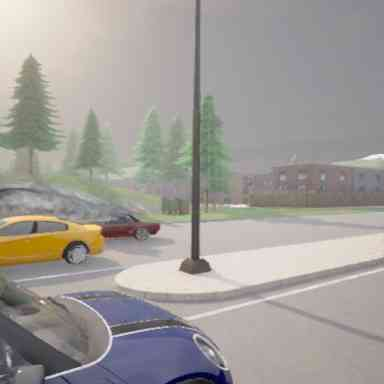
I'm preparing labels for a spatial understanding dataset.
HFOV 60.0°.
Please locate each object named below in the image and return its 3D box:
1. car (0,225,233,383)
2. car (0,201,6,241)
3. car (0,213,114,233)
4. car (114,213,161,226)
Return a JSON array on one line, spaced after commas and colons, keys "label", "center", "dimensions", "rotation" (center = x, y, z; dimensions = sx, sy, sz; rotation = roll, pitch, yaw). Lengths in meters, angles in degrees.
[{"label": "car", "center": [-1.818, 1.347, 2.337], "dimensions": [4.553, 1.767, 2.097], "rotation": [0, 0, -36]}, {"label": "car", "center": [-10.939, 1.328, 14.719], "dimensions": [4.553, 1.767, 2.097], "rotation": [1, 0, -34]}, {"label": "car", "center": [-5.220, 1.478, 10.135], "dimensions": [5.008, 1.535, 1.882], "rotation": [1, 0, -34]}, {"label": "car", "center": [-3.909, 1.631, 15.278], "dimensions": [4.718, 1.301, 1.895], "rotation": [1, 0, -35]}]
